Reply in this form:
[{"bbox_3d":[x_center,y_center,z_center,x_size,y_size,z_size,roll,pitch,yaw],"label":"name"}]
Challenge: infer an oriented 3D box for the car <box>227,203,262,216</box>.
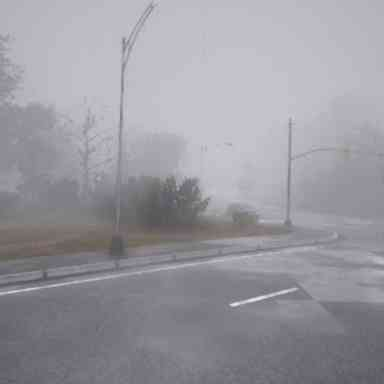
[{"bbox_3d":[5.279,1.901,34.003,1.837,1.490,4.892,2,2,-22],"label":"car"}]
